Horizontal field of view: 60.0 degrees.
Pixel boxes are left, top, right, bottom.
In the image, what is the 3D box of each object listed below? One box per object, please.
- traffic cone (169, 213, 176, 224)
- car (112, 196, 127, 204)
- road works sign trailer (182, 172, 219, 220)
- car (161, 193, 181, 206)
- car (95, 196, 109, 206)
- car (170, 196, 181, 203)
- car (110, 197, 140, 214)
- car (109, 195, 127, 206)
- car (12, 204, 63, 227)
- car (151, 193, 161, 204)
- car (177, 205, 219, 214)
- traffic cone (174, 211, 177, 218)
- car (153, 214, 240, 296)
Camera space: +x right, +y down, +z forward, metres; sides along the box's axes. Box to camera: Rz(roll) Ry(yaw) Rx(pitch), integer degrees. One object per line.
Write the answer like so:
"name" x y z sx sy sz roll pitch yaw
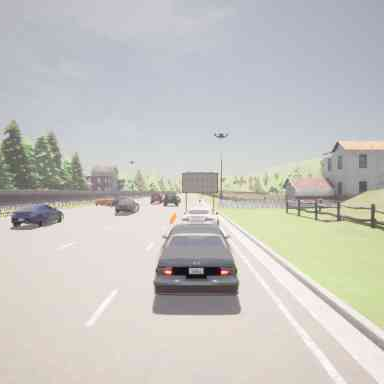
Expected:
"traffic cone" -1.456 1.955 23.181 0.340 0.580 0.340 0 0 0
"car" -13.813 1.525 63.738 1.812 1.442 4.674 0 0 0
"road works sign trailer" 0.517 0.464 22.071 2.380 3.560 2.880 0 0 -3
"car" -3.327 1.221 53.362 2.150 2.045 5.566 0 0 0
"car" -13.829 1.352 53.136 2.097 1.767 4.553 0 0 0
"car" -3.307 1.564 68.577 1.994 1.385 4.181 0 0 0
"car" -6.852 1.547 35.567 2.033 1.411 5.357 0 0 0
"car" -10.333 1.351 49.524 2.097 1.767 4.553 0 0 0
"car" -10.369 1.525 22.556 1.812 1.442 4.674 0 0 0
"car" -6.811 1.216 65.287 2.150 2.045 5.566 0 -1 0
"car" 0.484 1.540 18.457 1.812 1.442 4.674 -1 -1 6
"traffic cone" -1.453 1.955 25.181 0.340 0.580 0.340 0 0 0
"car" 0.110 1.547 8.825 2.033 1.411 5.357 0 0 1
